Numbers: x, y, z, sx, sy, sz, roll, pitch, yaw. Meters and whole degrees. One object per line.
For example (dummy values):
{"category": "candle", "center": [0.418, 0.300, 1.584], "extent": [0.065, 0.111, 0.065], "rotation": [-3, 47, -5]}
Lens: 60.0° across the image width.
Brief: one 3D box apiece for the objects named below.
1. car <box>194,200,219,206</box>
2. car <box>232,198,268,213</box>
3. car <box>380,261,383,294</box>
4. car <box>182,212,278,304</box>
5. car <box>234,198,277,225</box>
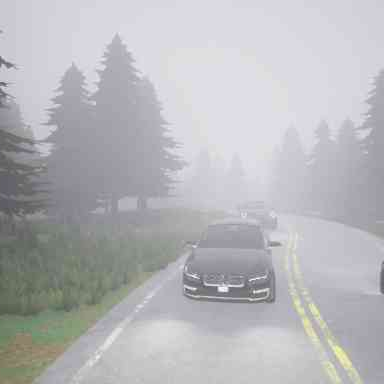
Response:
{"category": "car", "center": [1.848, 1.799, 44.838], "extent": [1.812, 1.442, 4.674], "rotation": [3, -5, -35]}
{"category": "car", "center": [6.146, 1.412, 35.720], "extent": [1.837, 1.490, 4.892], "rotation": [2, -1, -16]}
{"category": "car", "center": [4.486, 1.309, 4.625], "extent": [2.097, 1.767, 4.553], "rotation": [-1, 0, 8]}
{"category": "car", "center": [1.077, 1.496, 8.390], "extent": [1.837, 1.490, 4.892], "rotation": [-1, 0, 12]}
{"category": "car", "center": [3.843, 1.271, 20.347], "extent": [2.097, 1.767, 4.553], "rotation": [-1, 0, 5]}
